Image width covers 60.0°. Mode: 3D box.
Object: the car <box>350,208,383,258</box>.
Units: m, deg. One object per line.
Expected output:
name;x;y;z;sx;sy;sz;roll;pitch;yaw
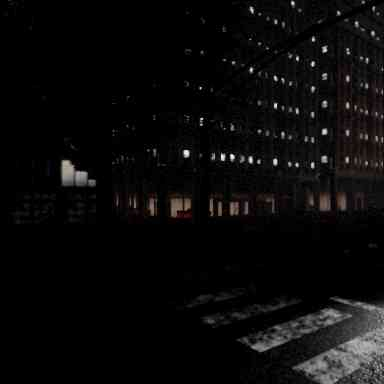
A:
car;7.881;1.445;12.185;5.009;1.841;2.192;1;0;-36
